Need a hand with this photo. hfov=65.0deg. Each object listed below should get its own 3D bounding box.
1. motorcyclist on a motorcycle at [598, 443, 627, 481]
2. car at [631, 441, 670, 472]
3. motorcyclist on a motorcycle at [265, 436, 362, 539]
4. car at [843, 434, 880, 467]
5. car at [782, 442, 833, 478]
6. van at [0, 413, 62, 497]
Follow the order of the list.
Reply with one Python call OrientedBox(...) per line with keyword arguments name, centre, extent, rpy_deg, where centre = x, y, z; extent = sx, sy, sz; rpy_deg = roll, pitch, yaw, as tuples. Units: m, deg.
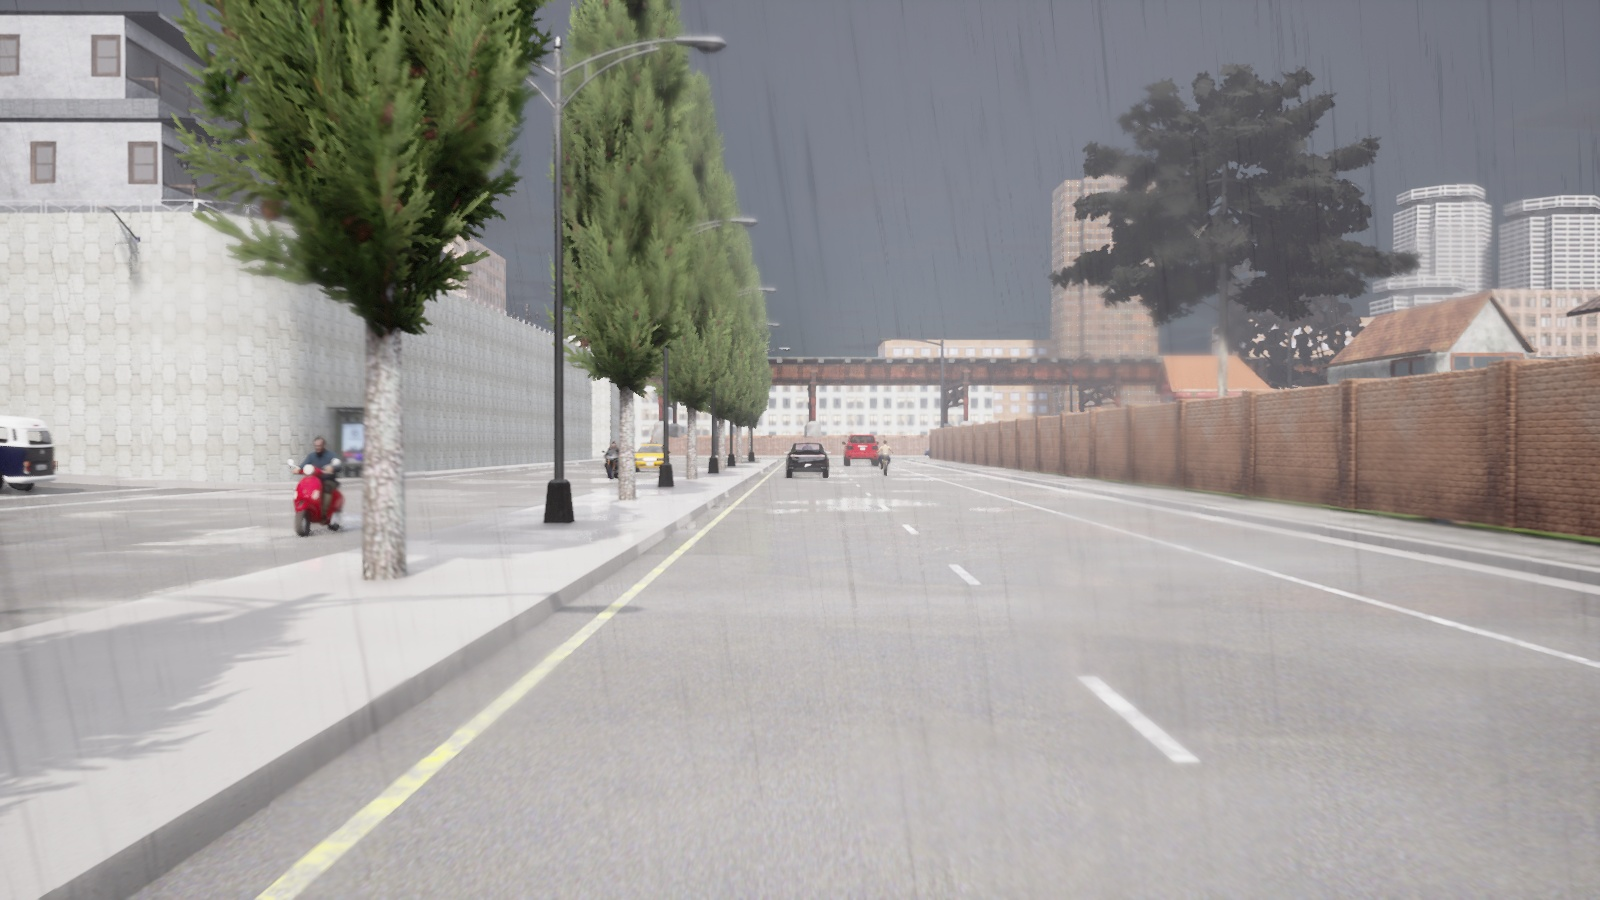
OrientedBox(name="motorcyclist on a motorcycle", centre=(-7.691, 0.484, 51.656), extent=(0.866, 1.530, 2.191), rpy_deg=(0, 0, 0))
OrientedBox(name="car", centre=(-7.694, 0.313, 65.074), extent=(1.801, 1.575, 5.366), rpy_deg=(0, 0, -5))
OrientedBox(name="motorcyclist on a motorcycle", centre=(-7.868, 0.579, 20.414), extent=(0.866, 1.590, 1.817), rpy_deg=(0, 0, 0))
OrientedBox(name="car", centre=(3.983, 0.006, 82.165), extent=(2.150, 2.045, 5.566), rpy_deg=(0, 0, 0))
OrientedBox(name="car", centre=(0.327, 0.394, 54.830), extent=(2.128, 1.511, 4.902), rpy_deg=(0, 0, 0))
OrientedBox(name="van", centre=(-22.522, -0.045, 33.310), extent=(4.480, 2.038, 2.069), rpy_deg=(5, 1, -3))
